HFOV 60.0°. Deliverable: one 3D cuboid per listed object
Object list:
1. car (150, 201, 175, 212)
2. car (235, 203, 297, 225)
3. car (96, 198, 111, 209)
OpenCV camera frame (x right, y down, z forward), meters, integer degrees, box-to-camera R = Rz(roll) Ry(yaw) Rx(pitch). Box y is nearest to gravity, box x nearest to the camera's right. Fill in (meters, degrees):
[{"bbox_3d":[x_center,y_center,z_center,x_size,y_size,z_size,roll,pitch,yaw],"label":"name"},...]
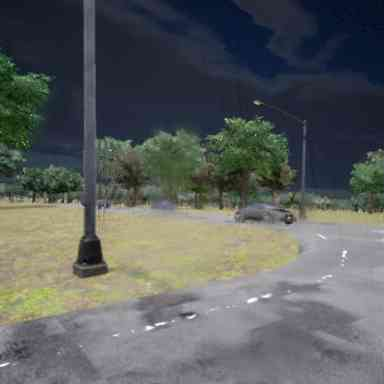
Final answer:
[{"bbox_3d":[-4.179,1.997,46.959,1.812,1.442,4.674,4,-3,-35],"label":"car"},{"bbox_3d":[4.789,1.418,21.921,1.994,1.385,4.181,4,-3,-35],"label":"car"},{"bbox_3d":[-13.261,1.672,47.767,1.837,1.490,4.892,3,-3,-35],"label":"car"}]
